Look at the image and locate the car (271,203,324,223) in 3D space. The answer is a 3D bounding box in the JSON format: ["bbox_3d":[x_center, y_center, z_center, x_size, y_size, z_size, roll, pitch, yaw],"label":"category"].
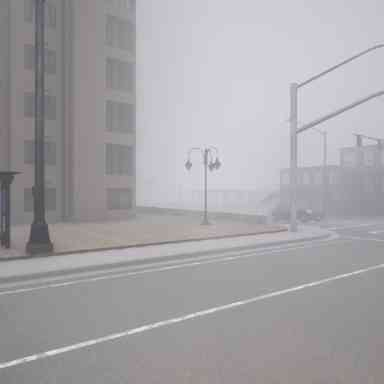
[{"bbox_3d":[9.134,1.744,29.112,2.097,1.767,4.553,1,-5,-36],"label":"car"}]
